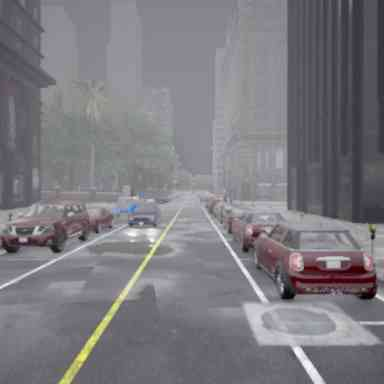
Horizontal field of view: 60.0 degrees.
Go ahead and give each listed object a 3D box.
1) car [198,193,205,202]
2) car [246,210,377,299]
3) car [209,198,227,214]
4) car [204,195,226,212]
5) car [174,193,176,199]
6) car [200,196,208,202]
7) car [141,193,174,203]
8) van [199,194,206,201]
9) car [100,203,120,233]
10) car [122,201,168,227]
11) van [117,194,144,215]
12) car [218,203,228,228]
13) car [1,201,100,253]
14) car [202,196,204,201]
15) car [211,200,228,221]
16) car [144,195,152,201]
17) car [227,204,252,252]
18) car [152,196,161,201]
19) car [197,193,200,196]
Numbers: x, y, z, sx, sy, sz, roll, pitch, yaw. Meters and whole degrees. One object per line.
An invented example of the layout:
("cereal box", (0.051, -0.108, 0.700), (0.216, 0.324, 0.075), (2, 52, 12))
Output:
("car", (2.795, 1.564, 72.841), (1.947, 1.339, 4.313), (0, 0, 0))
("car", (2.763, 1.440, 8.428), (1.967, 1.590, 4.097), (0, 0, 0))
("car", (2.774, 1.529, 30.298), (1.752, 1.417, 4.829), (0, 0, 0))
("car", (2.775, 1.320, 35.554), (2.192, 1.841, 5.009), (0, 0, 0))
("car", (-5.726, 1.434, 83.705), (1.967, 1.590, 4.097), (0, 0, 0))
("car", (2.797, 1.561, 78.261), (1.947, 1.339, 4.313), (0, 0, 0))
("car", (-6.428, 1.185, 57.934), (5.566, 2.045, 2.150), (1, 1, 0))
("van", (2.802, 1.330, 89.102), (1.690, 1.788, 3.998), (0, 0, 0))
("car", (-5.757, 1.547, 19.295), (1.887, 1.381, 4.507), (0, 0, 0))
("car", (-3.090, 1.550, 22.902), (2.033, 1.411, 5.357), (0, 0, 0))
("van", (-5.752, 1.346, 30.147), (1.690, 1.788, 3.998), (0, 0, 0))
("car", (2.767, 1.546, 19.279), (1.887, 1.381, 4.507), (0, 0, 0))
("car", (-5.760, 1.316, 13.869), (2.192, 1.841, 5.009), (0, 0, 0))
("car", (2.782, 1.571, 46.404), (1.947, 1.339, 4.313), (0, 0, 0))
("car", (2.771, 1.553, 24.703), (2.008, 1.369, 4.403), (0, 0, 0))
("car", (-5.749, 1.446, 35.574), (1.967, 1.590, 4.097), (0, 0, 0))
("car", (2.765, 1.440, 13.853), (1.967, 1.590, 4.097), (0, 0, 0))
("car", (-5.744, 1.588, 46.426), (1.802, 1.307, 4.206), (0, 0, 0))
("car", (2.800, 1.518, 83.852), (1.752, 1.417, 4.829), (0, 0, 0))
